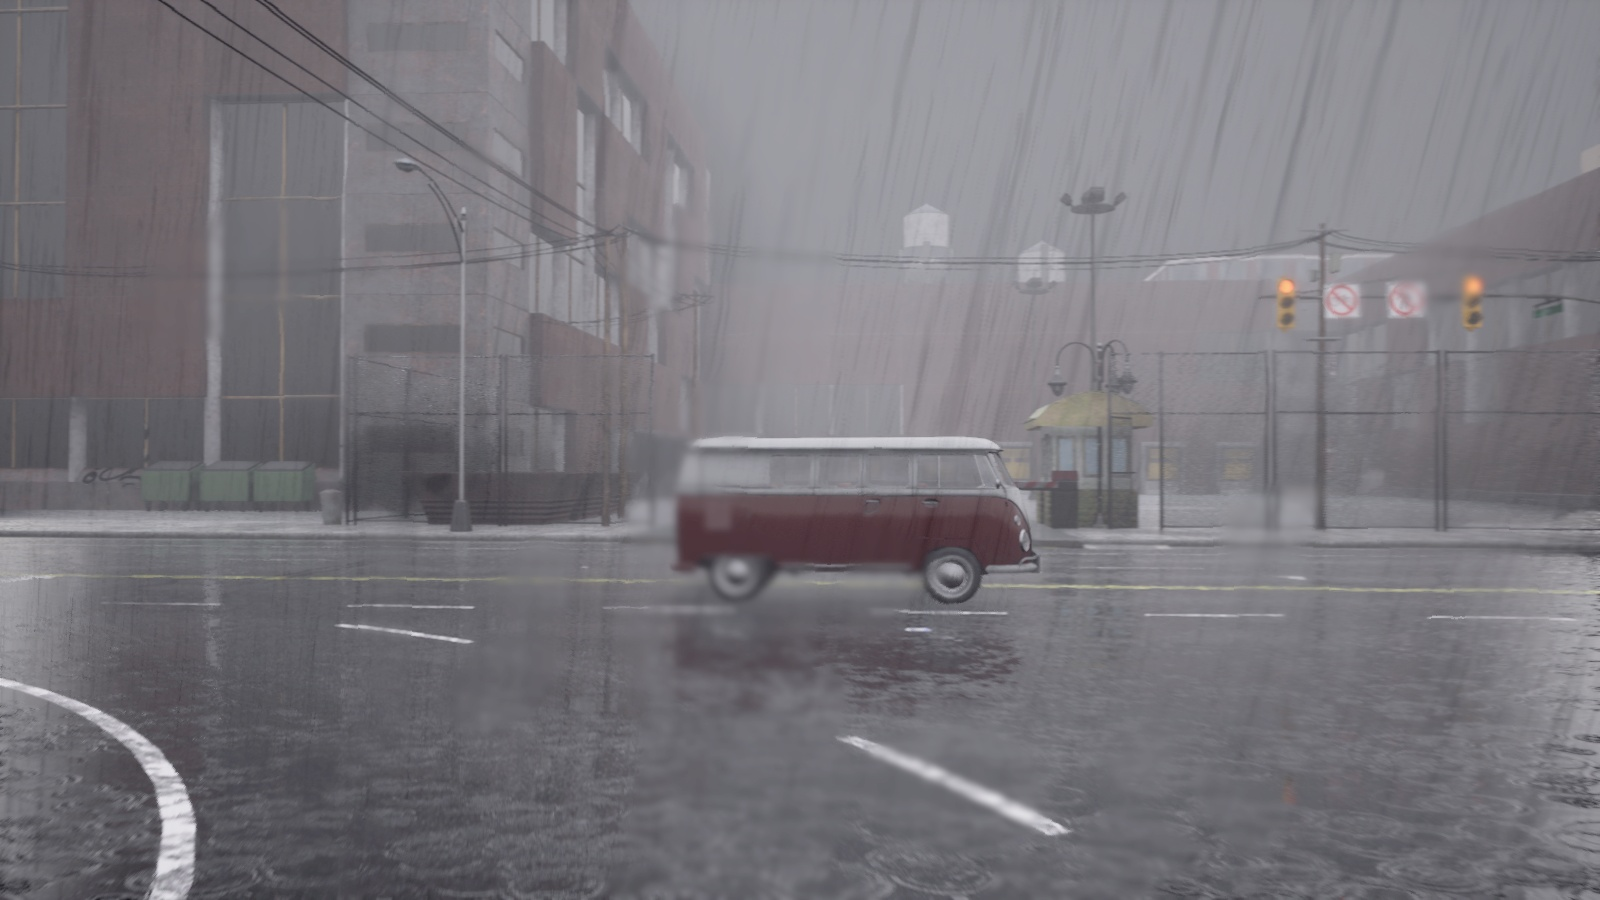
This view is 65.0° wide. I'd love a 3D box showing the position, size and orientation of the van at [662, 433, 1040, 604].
[{"bbox_3d":[0.650,0.827,15.696,4.442,1.987,1.775,0,-1,5],"label":"van"}]
